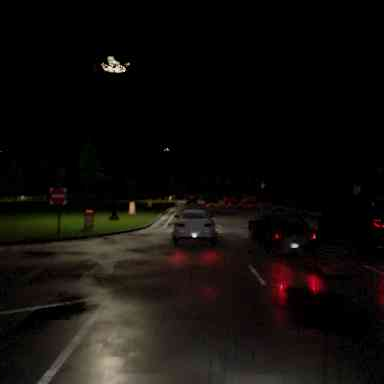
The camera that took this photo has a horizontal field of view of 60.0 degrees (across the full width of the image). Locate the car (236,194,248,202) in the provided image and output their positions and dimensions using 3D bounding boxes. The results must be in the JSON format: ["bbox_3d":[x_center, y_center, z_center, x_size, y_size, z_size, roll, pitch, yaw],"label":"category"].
[{"bbox_3d":[10.501,1.226,69.914,1.882,1.535,5.008,0,0,0],"label":"car"}]

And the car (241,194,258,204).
[{"bbox_3d":[10.501,1.405,59.494,1.882,1.535,5.008,0,0,0],"label":"car"}]

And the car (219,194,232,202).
[{"bbox_3d":[7.001,1.273,69.914,2.128,1.511,4.902,0,0,0],"label":"car"}]

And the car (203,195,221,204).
[{"bbox_3d":[3.501,1.280,59.880,2.097,1.767,4.553,0,0,0],"label":"car"}]

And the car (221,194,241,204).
[{"bbox_3d":[7.001,1.280,59.880,2.097,1.767,4.553,0,0,0],"label":"car"}]

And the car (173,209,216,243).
[{"bbox_3d":[0.101,1.507,15.768,1.812,1.442,4.674,0,0,0],"label":"car"}]

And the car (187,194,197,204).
[{"bbox_3d":[0.001,1.476,59.494,2.033,1.411,5.357,0,0,0],"label":"car"}]

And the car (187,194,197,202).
[{"bbox_3d":[0.001,1.248,69.914,1.837,1.490,4.892,0,0,0],"label":"car"}]

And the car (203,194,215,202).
[{"bbox_3d":[3.501,1.273,69.914,2.128,1.511,4.902,0,0,0],"label":"car"}]

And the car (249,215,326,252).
[{"bbox_3d":[3.601,1.584,13.864,1.895,1.301,4.718,0,0,0],"label":"car"}]

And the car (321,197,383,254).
[{"bbox_3d":[7.101,1.205,13.524,2.150,2.045,5.566,0,0,0],"label":"car"}]
